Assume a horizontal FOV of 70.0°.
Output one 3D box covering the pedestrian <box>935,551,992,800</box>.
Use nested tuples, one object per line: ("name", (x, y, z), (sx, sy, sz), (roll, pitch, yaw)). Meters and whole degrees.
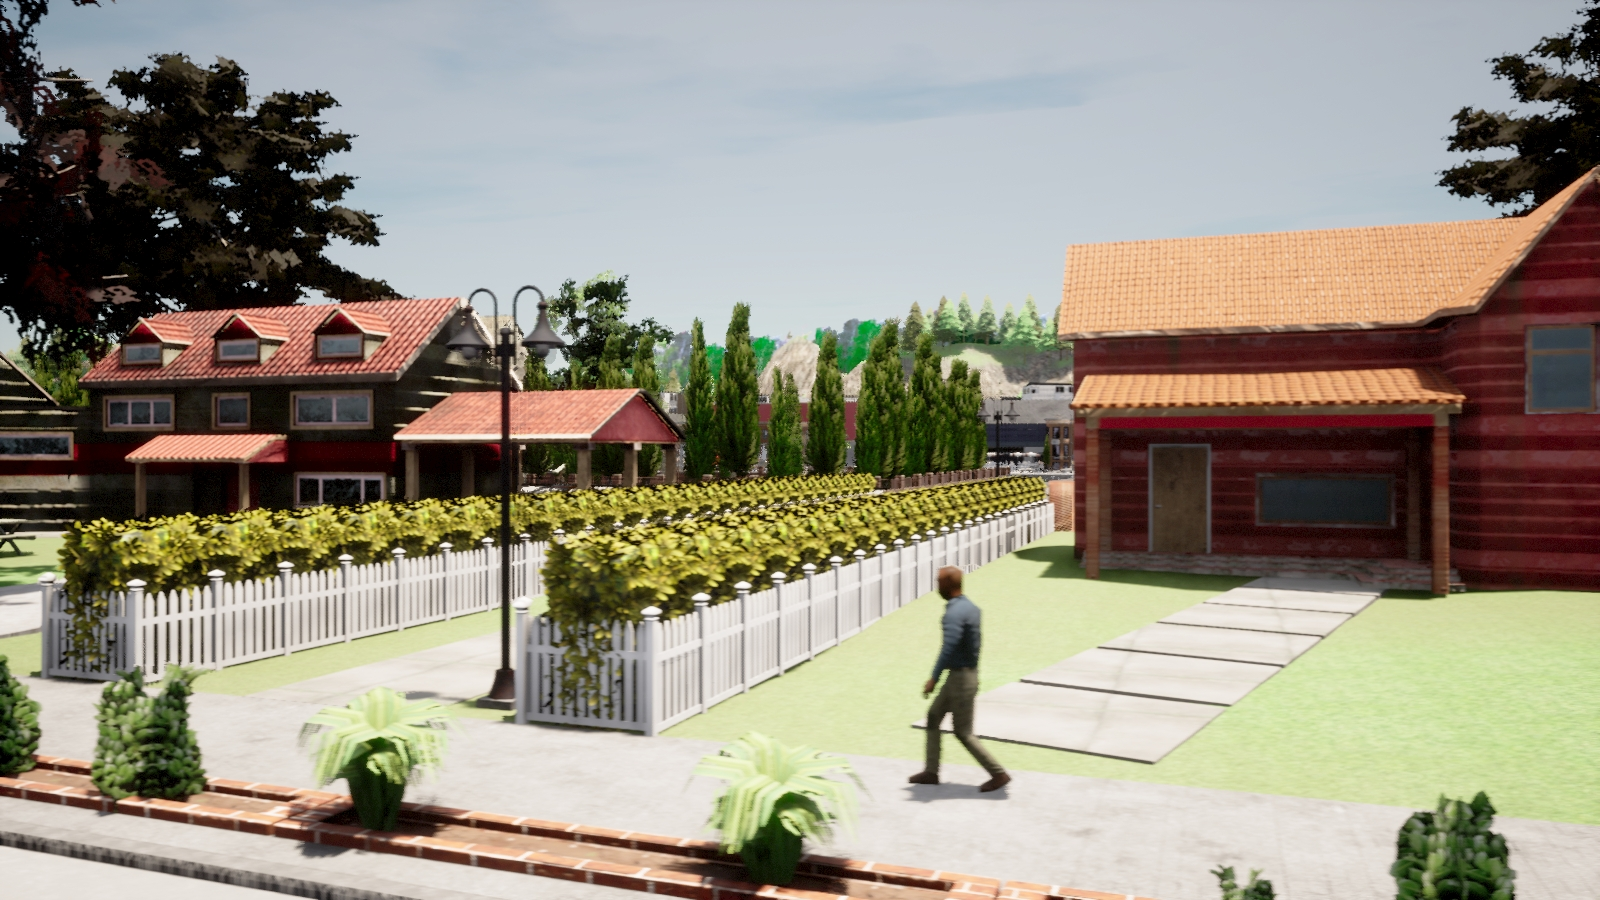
("pedestrian", (1.286, 1.745, 8.977), (0.375, 1.860, 0.375), (0, 0, 19))

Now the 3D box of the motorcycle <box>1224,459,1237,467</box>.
("motorcycle", (71.810, 2.186, 190.496), (2.033, 1.199, 0.803), (1, 0, 20))
